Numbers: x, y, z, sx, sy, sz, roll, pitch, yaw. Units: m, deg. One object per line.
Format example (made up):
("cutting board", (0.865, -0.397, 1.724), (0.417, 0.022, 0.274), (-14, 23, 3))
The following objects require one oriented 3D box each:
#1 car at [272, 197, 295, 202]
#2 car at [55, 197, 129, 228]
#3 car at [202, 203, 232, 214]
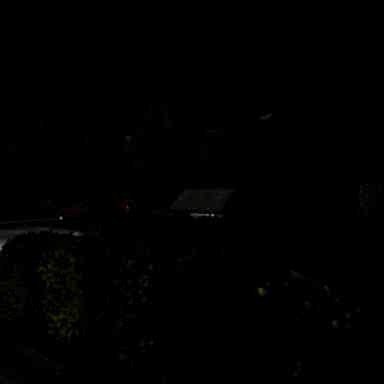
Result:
("car", (13.839, 1.417, 50.202), (4.674, 1.442, 1.812), (0, 0, -44))
("car", (-7.131, 1.398, 24.455), (2.150, 2.045, 5.566), (0, 0, 36))
("car", (2.887, 1.681, 38.046), (1.837, 1.490, 4.892), (0, 0, 38))
